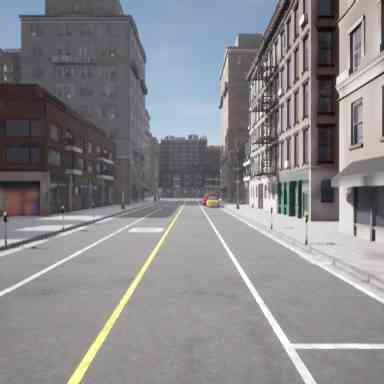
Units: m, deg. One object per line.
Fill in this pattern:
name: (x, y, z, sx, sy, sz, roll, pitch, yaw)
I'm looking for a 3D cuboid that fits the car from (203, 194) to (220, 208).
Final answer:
car: (3.025, 1.436, 48.116, 1.801, 1.575, 5.366, 0, 0, 0)
